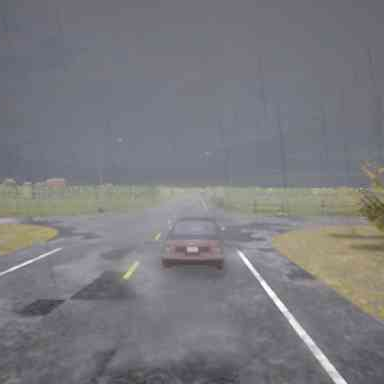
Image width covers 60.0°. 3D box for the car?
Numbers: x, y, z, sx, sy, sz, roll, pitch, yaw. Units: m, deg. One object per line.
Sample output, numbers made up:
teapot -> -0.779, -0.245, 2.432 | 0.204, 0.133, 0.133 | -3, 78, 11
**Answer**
car -> 0.148, 1.549, 11.184 | 2.033, 1.411, 5.357 | 0, 0, 3
